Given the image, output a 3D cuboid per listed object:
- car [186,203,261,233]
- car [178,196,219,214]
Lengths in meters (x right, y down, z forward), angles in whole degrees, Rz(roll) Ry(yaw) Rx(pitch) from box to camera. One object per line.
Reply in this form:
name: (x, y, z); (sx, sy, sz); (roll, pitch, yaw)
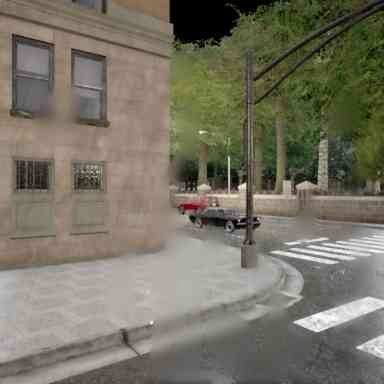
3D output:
car: (1.882, 1.586, 19.901); (1.895, 1.301, 4.718); (0, 0, -35)
car: (0.639, 1.285, 31.844); (2.192, 1.841, 5.009); (0, 0, -35)
